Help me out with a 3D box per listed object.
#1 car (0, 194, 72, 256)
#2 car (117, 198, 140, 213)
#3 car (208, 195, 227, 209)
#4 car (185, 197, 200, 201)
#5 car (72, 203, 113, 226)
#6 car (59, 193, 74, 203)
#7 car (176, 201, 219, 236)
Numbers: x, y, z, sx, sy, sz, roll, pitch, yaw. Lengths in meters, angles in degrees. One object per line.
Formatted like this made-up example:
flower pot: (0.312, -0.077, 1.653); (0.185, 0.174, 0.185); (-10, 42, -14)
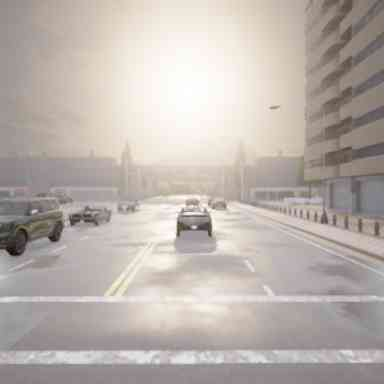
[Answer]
car: (-7.082, 1.228, 13.482); (2.150, 2.045, 5.566); (0, 0, 0)
car: (-7.038, 1.458, 37.231); (2.128, 1.511, 4.902); (0, 0, 0)
car: (3.535, 1.479, 43.978); (1.812, 1.442, 4.674); (0, 0, 0)
car: (0.055, 1.429, 45.417); (1.882, 1.535, 5.008); (0, 0, 0)
car: (-7.069, 1.590, 23.588); (1.895, 1.301, 4.718); (0, 0, 0)
car: (-21.005, 1.093, 54.352); (1.932, 1.855, 4.605); (0, 0, 0)
car: (0.115, 1.488, 18.520); (2.128, 1.511, 4.902); (0, 0, 0)
